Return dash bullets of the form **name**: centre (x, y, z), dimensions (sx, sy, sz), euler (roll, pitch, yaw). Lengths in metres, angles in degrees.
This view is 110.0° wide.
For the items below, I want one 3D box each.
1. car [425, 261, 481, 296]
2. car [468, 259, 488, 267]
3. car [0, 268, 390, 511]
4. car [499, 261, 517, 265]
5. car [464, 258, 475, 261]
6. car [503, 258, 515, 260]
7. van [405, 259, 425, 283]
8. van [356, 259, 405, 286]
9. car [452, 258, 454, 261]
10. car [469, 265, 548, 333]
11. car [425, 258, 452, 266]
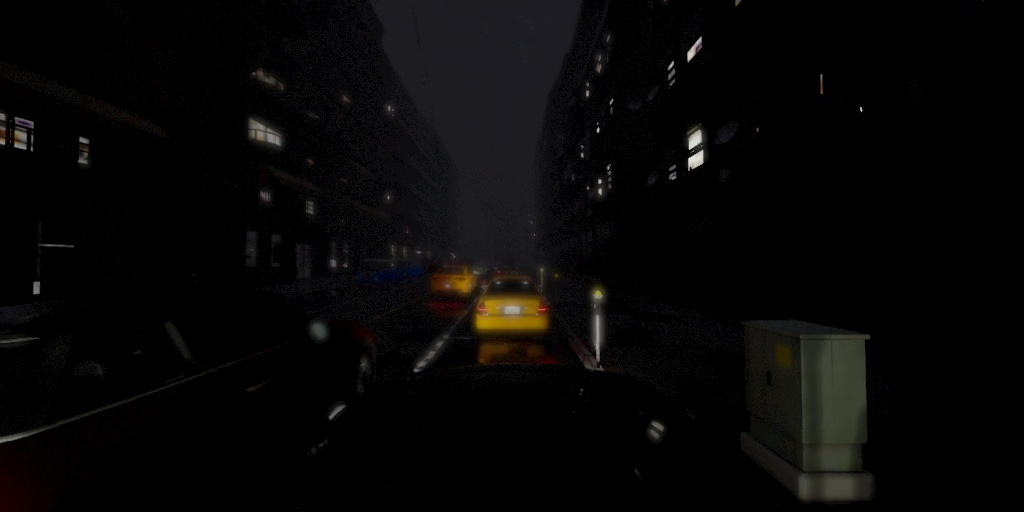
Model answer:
- **car**: centre (-2.993, 1.240, 19.290), dimensions (1.882, 1.535, 5.008), euler (0, 0, 1)
- **car**: centre (-2.996, 1.314, 33.952), dimensions (1.812, 1.442, 4.674), euler (0, 0, 1)
- **car**: centre (-3.020, 1.102, 3.419), dimensions (2.097, 1.767, 4.553), euler (0, 0, 0)
- **car**: centre (-0.453, 1.322, 28.072), dimensions (1.888, 1.381, 4.507), euler (0, 0, 0)
- **car**: centre (-5.797, 1.293, 45.873), dimensions (1.882, 1.535, 5.008), euler (0, 0, 0)
- **car**: centre (-0.445, 1.240, 39.134), dimensions (1.967, 1.591, 4.097), euler (0, 0, 0)
- **van**: centre (-8.335, 1.117, 28.134), dimensions (1.690, 1.789, 3.998), euler (0, 0, 0)
- **van**: centre (-8.335, 1.108, 22.603), dimensions (1.690, 1.789, 3.998), euler (0, 0, 0)
- **car**: centre (-8.335, 1.128, 44.724), dimensions (2.192, 1.841, 5.009), euler (0, 0, 0)
- **car**: centre (0.004, 1.212, 10.693), dimensions (1.801, 1.575, 5.366), euler (0, 0, 0)
- **car**: centre (-8.335, 1.115, 39.194), dimensions (2.192, 1.841, 5.009), euler (0, 0, 0)
